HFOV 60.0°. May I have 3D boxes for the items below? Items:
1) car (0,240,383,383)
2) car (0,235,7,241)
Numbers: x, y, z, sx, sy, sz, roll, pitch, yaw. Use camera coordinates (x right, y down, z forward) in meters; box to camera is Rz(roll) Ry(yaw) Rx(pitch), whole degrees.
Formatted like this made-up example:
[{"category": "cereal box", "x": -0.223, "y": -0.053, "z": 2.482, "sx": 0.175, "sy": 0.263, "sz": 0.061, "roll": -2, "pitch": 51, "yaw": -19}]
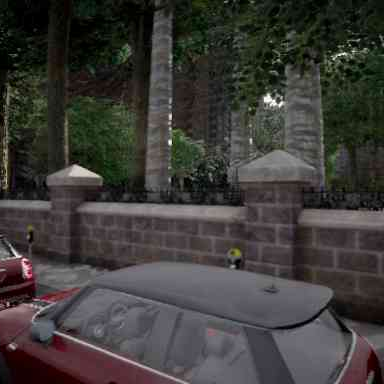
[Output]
[{"category": "car", "x": -0.445, "y": 1.437, "z": 3.280, "sx": 4.097, "sy": 1.590, "sz": 1.967, "roll": 0, "pitch": 0, "yaw": 35}, {"category": "car", "x": -4.889, "y": 1.430, "z": 6.447, "sx": 4.097, "sy": 1.590, "sz": 1.967, "roll": 0, "pitch": 0, "yaw": 35}]
